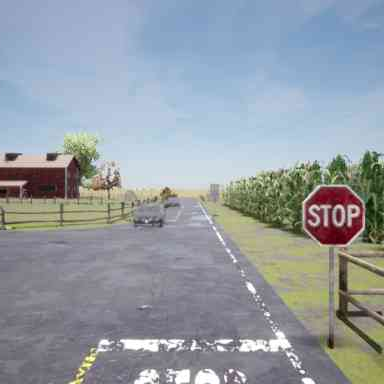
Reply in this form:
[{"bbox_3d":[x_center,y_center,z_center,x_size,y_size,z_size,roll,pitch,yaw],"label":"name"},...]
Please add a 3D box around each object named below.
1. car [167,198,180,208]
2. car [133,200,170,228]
[{"bbox_3d":[-2.707,1.548,47.686,1.994,1.385,4.181,0,0,0],"label":"car"},{"bbox_3d":[-2.730,1.544,22.342,1.837,1.490,4.892,0,0,0],"label":"car"}]
